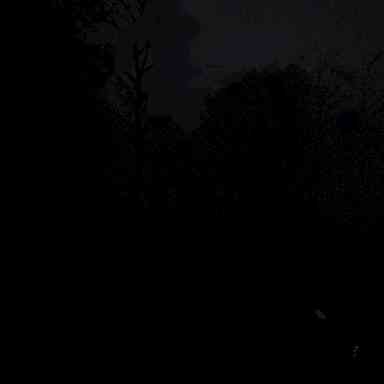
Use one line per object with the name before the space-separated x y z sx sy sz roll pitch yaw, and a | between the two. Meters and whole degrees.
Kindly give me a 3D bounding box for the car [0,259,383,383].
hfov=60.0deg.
car | 0.022 1.539 3.770 5.357 1.411 2.033 0 0 -36
